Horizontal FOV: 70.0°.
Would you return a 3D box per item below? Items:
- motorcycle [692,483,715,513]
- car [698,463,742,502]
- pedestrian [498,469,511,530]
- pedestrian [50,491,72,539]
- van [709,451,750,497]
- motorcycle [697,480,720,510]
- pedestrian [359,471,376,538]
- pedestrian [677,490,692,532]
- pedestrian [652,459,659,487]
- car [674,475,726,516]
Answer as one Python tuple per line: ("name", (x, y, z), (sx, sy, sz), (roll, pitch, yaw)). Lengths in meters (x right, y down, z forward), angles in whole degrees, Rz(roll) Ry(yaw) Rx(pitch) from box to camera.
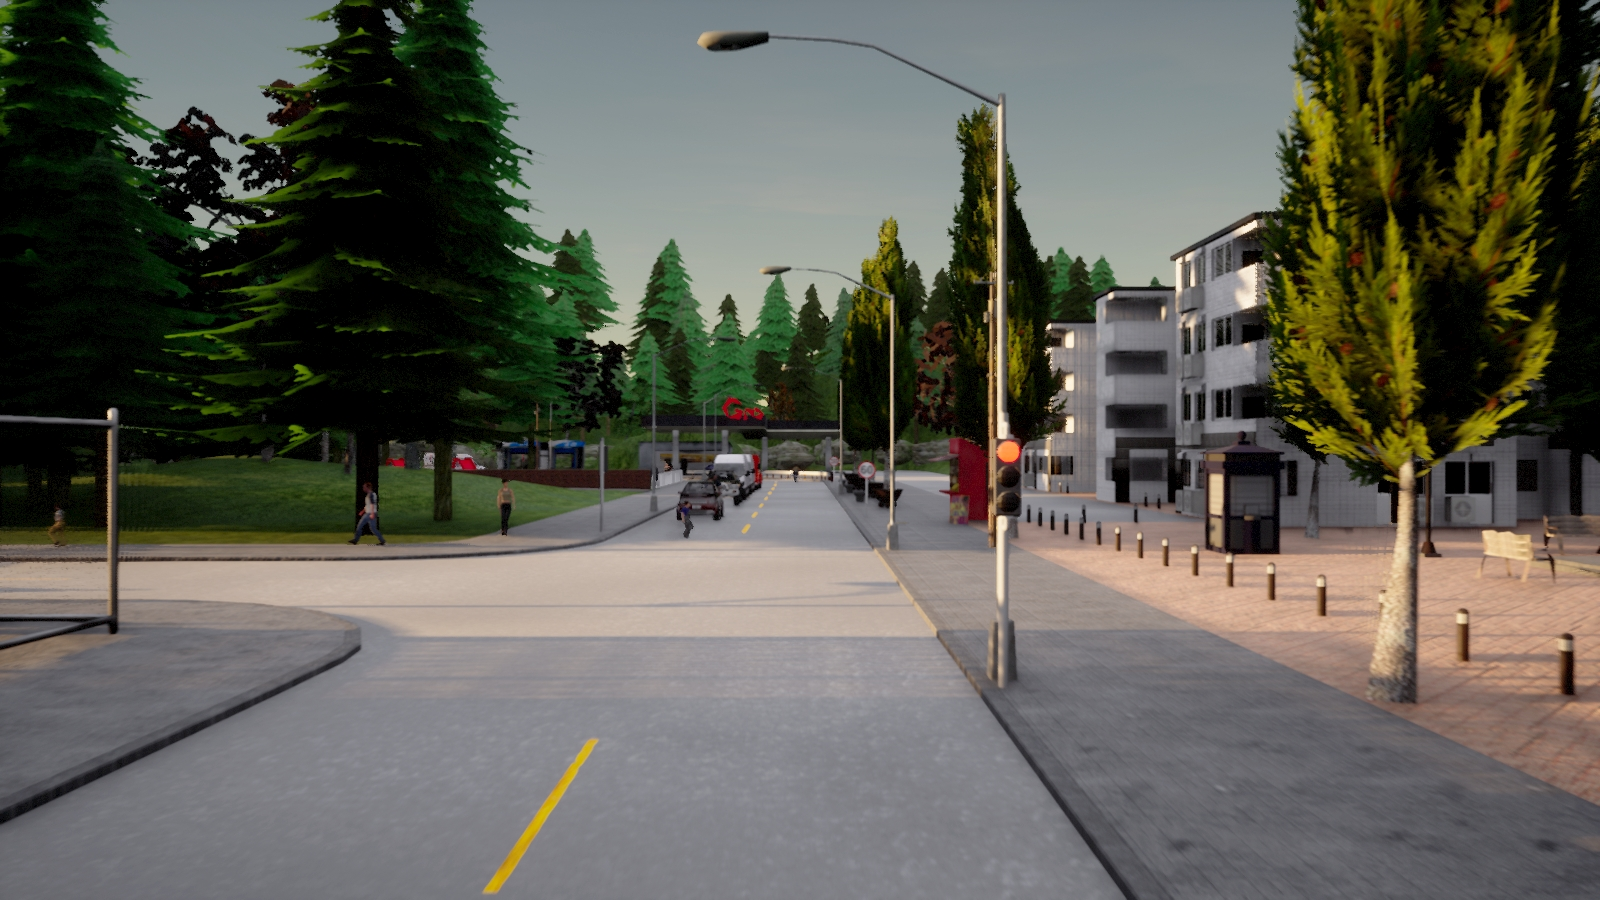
("motorcycle", (-4.019, 1.993, 47.850), (0.803, 1.145, 2.033), (0, 0, 0))
("car", (-4.047, 1.644, 58.685), (1.932, 1.855, 4.605), (0, 0, 0))
("pedestrian", (-9.127, 1.526, 35.309), (0.375, 1.860, 0.375), (0, 0, -13))
("pedestrian", (-20.480, 1.805, 31.679), (0.375, 1.300, 0.375), (0, 0, -6))
("van", (-3.993, 1.315, 65.752), (1.988, 2.561, 5.915), (0, 0, 0))
("motorcycle", (-3.989, 1.962, 49.852), (0.856, 1.236, 1.805), (0, 0, 0))
("pedestrian", (-12.074, 1.524, 31.907), (0.375, 1.860, 0.375), (0, 0, -10))
("pedestrian", (-3.647, 1.909, 36.096), (0.375, 1.300, 0.375), (0, 0, 15))
("pedestrian", (-9.492, 1.525, 75.145), (0.375, 1.860, 0.375), (0, 0, 14))
("car", (-4.001, 1.812, 46.082), (1.789, 1.549, 3.705), (0, -1, 0))
